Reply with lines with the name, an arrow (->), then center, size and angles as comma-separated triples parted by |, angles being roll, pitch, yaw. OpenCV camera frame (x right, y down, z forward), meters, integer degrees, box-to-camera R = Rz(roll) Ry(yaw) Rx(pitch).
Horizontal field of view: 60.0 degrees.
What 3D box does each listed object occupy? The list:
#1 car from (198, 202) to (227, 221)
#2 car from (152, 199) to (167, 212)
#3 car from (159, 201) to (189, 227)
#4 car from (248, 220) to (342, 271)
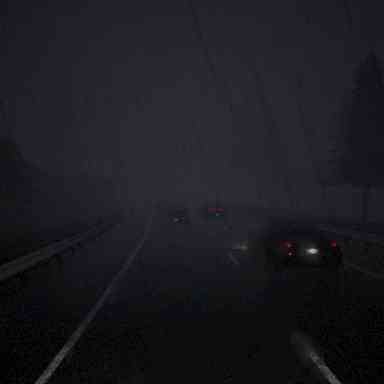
car -> 1.722, 1.614, 28.738 | 2.128, 1.511, 4.902 | 0, 0, -7
car -> -3.797, 1.688, 41.326 | 1.837, 1.490, 4.892 | 0, 0, -11
car -> -1.271, 1.631, 23.975 | 1.812, 1.442, 4.674 | 0, 0, -6
car -> 3.216, 1.609, 11.152 | 1.994, 1.385, 4.181 | 0, 0, -3
